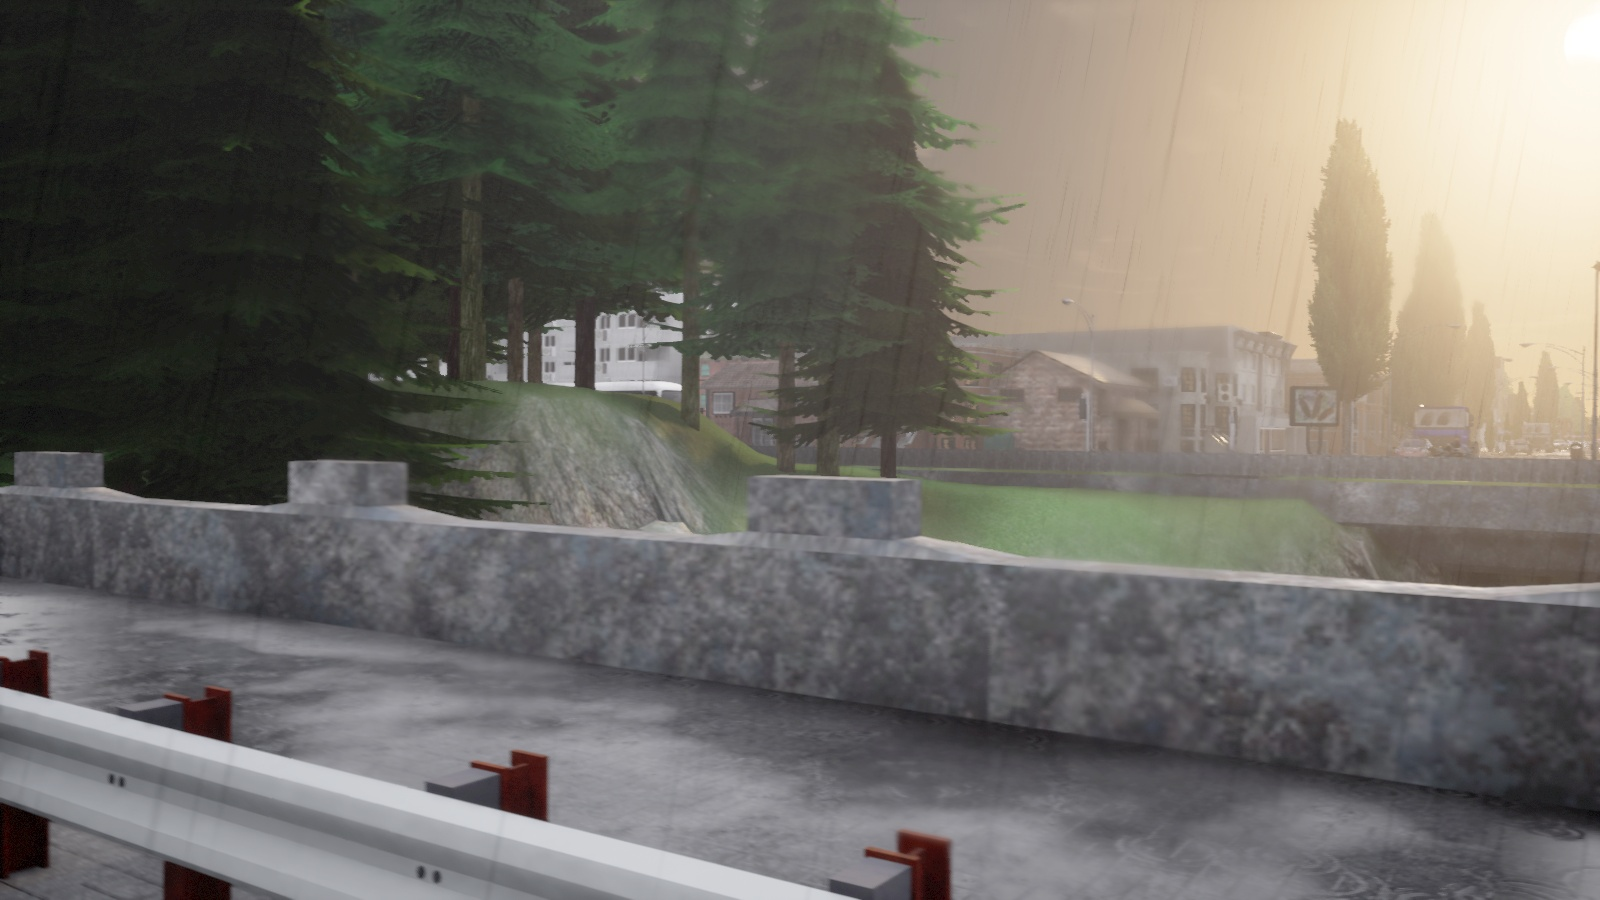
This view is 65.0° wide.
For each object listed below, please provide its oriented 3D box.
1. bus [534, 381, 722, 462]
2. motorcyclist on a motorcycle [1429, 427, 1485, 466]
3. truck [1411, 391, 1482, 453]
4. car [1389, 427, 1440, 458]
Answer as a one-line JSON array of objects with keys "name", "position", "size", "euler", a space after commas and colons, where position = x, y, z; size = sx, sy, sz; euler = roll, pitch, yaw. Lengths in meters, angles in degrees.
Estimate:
[{"name": "bus", "position": [-9.695, -1.515, 70.146], "size": [10.273, 4.253, 3.944], "euler": [0, 1, 34]}, {"name": "motorcyclist on a motorcycle", "position": [26.251, -0.157, 50.209], "size": [0.866, 1.530, 2.191], "euler": [0, 1, -8]}, {"name": "truck", "position": [38.304, -1.611, 74.282], "size": [2.891, 3.462, 7.936], "euler": [0, 1, 34]}, {"name": "car", "position": [30.967, -0.398, 63.253], "size": [1.845, 1.501, 3.633], "euler": [0, 1, 34]}]
